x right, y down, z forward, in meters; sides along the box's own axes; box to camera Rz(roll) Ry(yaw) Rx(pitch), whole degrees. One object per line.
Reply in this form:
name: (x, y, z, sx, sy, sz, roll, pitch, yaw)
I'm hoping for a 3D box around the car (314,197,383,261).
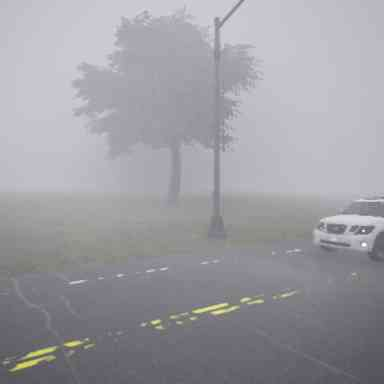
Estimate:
car: (7.121, 1.221, 12.490, 5.566, 2.045, 2.150, 0, 0, -30)
